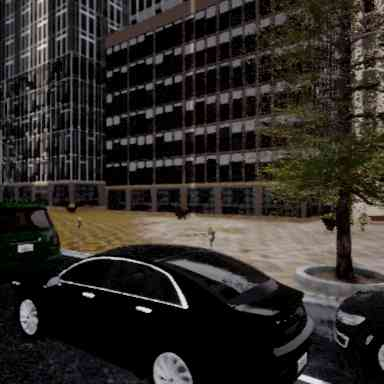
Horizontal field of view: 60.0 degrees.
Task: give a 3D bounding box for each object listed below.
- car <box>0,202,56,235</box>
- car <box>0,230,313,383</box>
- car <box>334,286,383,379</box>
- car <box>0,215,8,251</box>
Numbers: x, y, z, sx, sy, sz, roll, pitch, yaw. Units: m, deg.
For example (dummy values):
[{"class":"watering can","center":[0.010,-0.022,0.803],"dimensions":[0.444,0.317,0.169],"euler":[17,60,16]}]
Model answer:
[{"class":"car","center":[-5.631,1.266,8.552],"dimensions":[5.566,2.045,2.150],"euler":[0,-1,37]},{"class":"car","center":[-0.787,1.544,4.961],"dimensions":[4.892,1.490,1.837],"euler":[0,-1,37]},{"class":"car","center":[3.955,1.606,3.684],"dimensions":[4.403,1.369,2.008],"euler":[0,-1,37]},{"class":"car","center":[-9.760,1.611,13.842],"dimensions":[4.403,1.369,2.008],"euler":[0,-1,37]}]
